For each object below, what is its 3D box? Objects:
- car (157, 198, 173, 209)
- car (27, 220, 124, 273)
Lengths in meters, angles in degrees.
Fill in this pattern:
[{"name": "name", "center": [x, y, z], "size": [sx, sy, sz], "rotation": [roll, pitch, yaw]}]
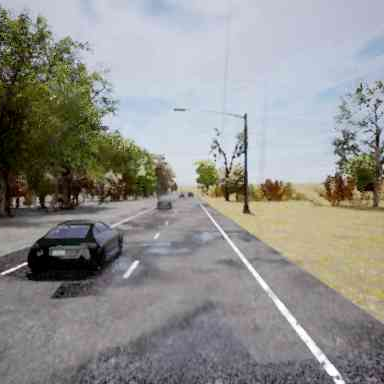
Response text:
[{"name": "car", "center": [-3.647, 1.500, 45.105], "size": [2.128, 1.511, 4.902], "rotation": [0, 0, 0]}, {"name": "car", "center": [-3.528, 1.586, 10.808], "size": [1.994, 1.385, 4.181], "rotation": [0, 0, 0]}]
